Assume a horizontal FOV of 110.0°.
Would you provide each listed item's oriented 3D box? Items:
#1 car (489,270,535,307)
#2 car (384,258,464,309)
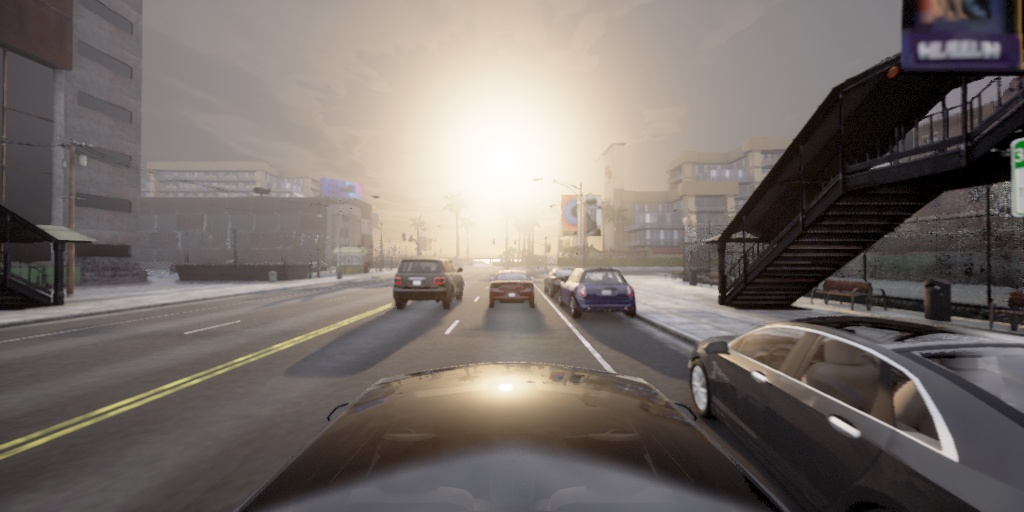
[{"bbox_3d":[0.007,1.365,16.339,1.882,1.535,5.008,0,0,0],"label":"car"},{"bbox_3d":[-3.499,1.100,15.888,2.150,2.045,5.566,0,0,0],"label":"car"}]
